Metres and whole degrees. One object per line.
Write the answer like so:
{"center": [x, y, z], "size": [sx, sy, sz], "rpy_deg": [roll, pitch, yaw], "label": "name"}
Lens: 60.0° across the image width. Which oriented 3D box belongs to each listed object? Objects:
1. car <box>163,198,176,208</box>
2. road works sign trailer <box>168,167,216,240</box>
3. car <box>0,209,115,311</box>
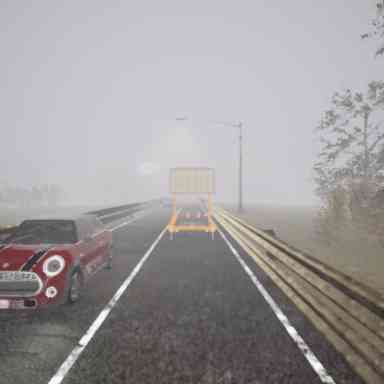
{"center": [-3.324, 1.649, 50.279], "size": [2.033, 1.411, 5.357], "rpy_deg": [0, 0, 0], "label": "car"}
{"center": [0.008, 0.500, 17.319], "size": [2.380, 3.560, 2.880], "rpy_deg": [0, 0, 0], "label": "road works sign trailer"}
{"center": [-3.351, 1.368, 8.050], "size": [2.097, 1.767, 4.553], "rpy_deg": [0, 0, 0], "label": "car"}
